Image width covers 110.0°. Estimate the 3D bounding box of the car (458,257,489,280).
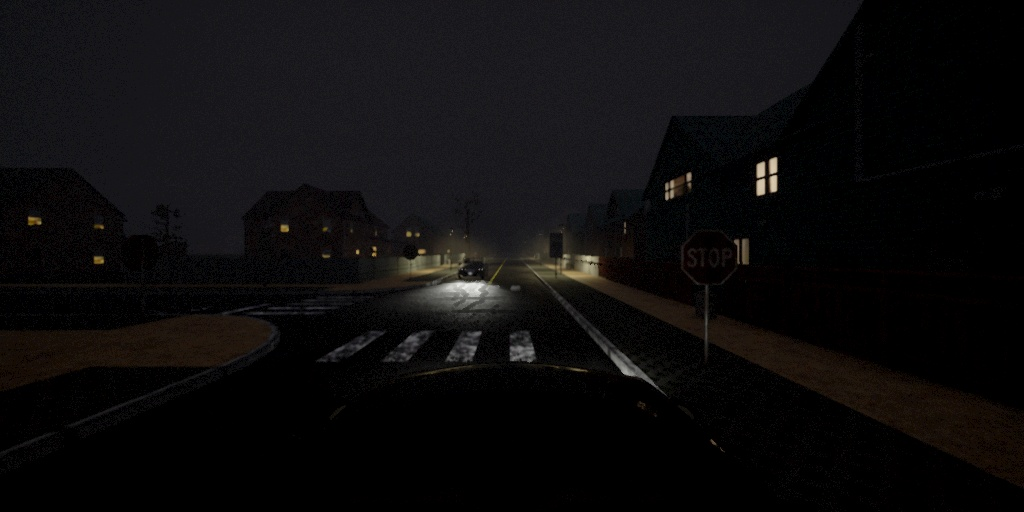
[{"bbox_3d":[-2.747,0.848,26.072,2.128,1.511,4.902,0,1,0],"label":"car"}]
